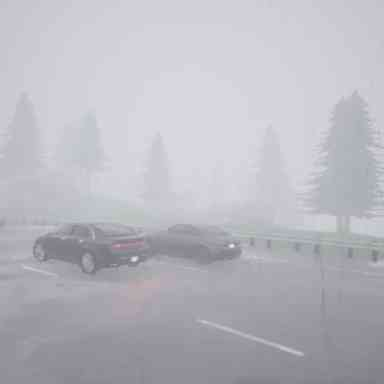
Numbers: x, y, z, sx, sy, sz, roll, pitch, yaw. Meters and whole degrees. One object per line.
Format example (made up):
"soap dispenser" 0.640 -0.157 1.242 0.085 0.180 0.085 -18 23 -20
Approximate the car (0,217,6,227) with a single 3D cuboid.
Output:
"car" -15.060 1.948 22.838 4.718 1.301 1.895 0 -2 27

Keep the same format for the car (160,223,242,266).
"car" -0.152 1.904 13.115 4.181 1.385 1.994 0 -2 39

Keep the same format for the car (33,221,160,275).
"car" -3.606 1.748 11.450 4.892 1.490 1.837 0 -2 39
